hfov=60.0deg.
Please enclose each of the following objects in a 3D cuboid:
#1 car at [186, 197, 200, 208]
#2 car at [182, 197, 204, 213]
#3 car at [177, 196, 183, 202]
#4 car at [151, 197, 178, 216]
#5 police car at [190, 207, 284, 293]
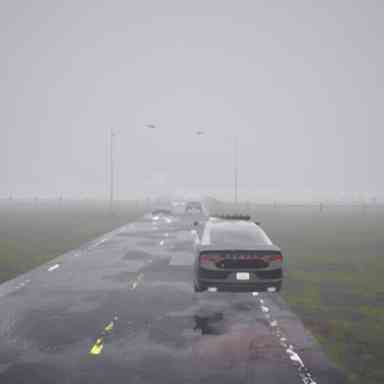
[{"bbox_3d":[0.186,1.497,47.397,1.812,1.442,4.674,0,0,1],"label":"car"},{"bbox_3d":[0.197,1.484,37.228,1.837,1.490,4.892,0,0,0],"label":"car"},{"bbox_3d":[-2.526,1.518,66.808,1.994,1.385,4.181,0,0,0],"label":"car"},{"bbox_3d":[-2.744,1.530,32.065,2.033,1.411,5.357,0,0,0],"label":"car"},{"bbox_3d":[0.992,1.422,9.009,1.930,1.638,5.238,0,0,0],"label":"police car"}]
